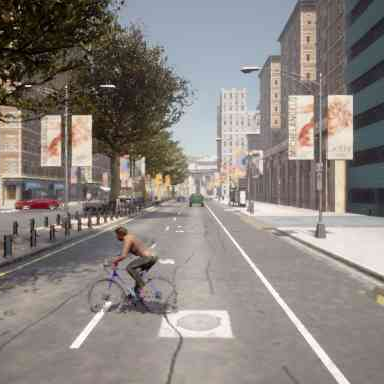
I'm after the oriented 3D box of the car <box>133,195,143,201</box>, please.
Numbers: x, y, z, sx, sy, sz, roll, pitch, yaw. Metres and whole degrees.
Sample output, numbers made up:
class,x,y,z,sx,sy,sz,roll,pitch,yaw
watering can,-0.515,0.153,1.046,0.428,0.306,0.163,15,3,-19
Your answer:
class,x,y,z,sx,sy,sz,roll,pitch,yaw
car,-13.986,1.478,86.224,1.837,1.490,4.892,0,0,1

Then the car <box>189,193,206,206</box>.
class,x,y,z,sx,sy,sz,roll,pitch,yaw
car,0.732,1.221,53.995,2.150,2.045,5.566,0,0,1

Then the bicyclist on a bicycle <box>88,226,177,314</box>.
class,x,y,z,sx,sy,sz,roll,pitch,yaw
bicyclist on a bicycle,-1.117,1.454,6.122,1.656,1.620,0.582,-2,0,1

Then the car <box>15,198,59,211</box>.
class,x,y,z,sx,sy,sz,roll,pitch,yaw
car,-18.994,1.477,40.867,5.008,1.535,1.882,0,1,-44

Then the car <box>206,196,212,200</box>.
class,x,y,z,sx,sy,sz,roll,pitch,yaw
car,4.309,1.594,89.992,1.895,1.301,4.718,0,0,1

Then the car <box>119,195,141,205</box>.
class,x,y,z,sx,sy,sz,roll,pitch,yaw
car,-10.887,1.492,58.876,2.128,1.511,4.902,0,0,1

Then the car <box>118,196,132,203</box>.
class,x,y,z,sx,sy,sz,roll,pitch,yaw
car,-14.170,1.595,70.735,1.895,1.301,4.718,0,0,1

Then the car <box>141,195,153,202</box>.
class,x,y,z,sx,sy,sz,roll,pitch,yaw
car,-10.631,1.355,73.990,2.097,1.767,4.553,0,0,1

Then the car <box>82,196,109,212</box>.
class,x,y,z,sx,sy,sz,roll,pitch,yaw
car,-11.151,1.547,38.784,2.033,1.411,5.357,0,0,1

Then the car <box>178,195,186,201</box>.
class,x,y,z,sx,sy,sz,roll,pitch,yaw
car,-2.533,1.524,82.261,1.812,1.442,4.674,0,0,1

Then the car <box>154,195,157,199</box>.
class,x,y,z,sx,sy,sz,roll,pitch,yaw
car,-10.450,1.406,89.251,1.895,1.301,4.718,0,0,1
